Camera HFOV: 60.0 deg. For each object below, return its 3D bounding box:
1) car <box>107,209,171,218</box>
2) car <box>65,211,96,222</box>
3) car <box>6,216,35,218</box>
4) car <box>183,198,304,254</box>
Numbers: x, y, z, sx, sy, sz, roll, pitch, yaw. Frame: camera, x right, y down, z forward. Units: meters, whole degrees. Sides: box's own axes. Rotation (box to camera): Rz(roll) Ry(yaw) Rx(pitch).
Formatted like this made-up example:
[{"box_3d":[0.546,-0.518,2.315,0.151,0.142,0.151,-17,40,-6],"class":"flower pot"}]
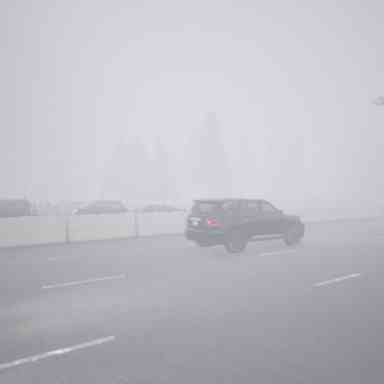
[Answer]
[{"box_3d":[-2.840,1.608,23.382,5.357,1.411,2.033,0,0,-35],"class":"car"},{"box_3d":[-7.051,1.396,24.701,4.553,1.767,2.097,0,0,-35],"class":"car"},{"box_3d":[-13.991,1.358,24.092,4.553,1.767,2.097,0,0,-35],"class":"car"},{"box_3d":[2.296,1.277,13.943,5.566,2.045,2.150,0,0,-35],"class":"car"}]
